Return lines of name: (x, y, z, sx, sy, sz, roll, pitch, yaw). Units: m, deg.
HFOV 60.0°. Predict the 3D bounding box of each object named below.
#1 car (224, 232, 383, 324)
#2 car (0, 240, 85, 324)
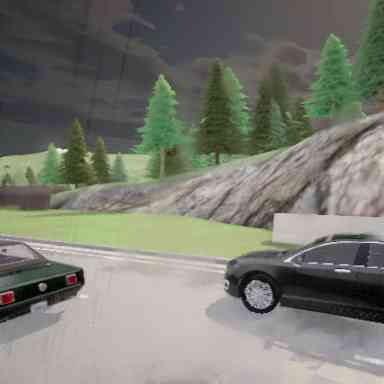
car: (2.954, 1.504, 6.094, 4.892, 1.490, 1.837, 0, -1, 33)
car: (-4.466, 1.633, 6.610, 4.718, 1.301, 1.895, 0, 0, 29)
